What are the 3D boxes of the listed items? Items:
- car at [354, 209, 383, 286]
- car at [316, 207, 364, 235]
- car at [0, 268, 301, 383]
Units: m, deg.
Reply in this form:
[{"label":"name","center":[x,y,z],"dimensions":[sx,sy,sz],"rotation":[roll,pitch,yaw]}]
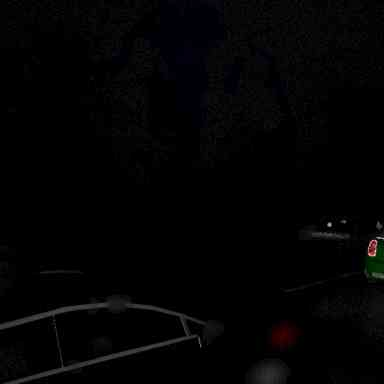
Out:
[{"label":"car","center":[6.279,1.352,8.178],"dimensions":[4.553,1.767,2.097],"rotation":[0,0,-35]},{"label":"car","center":[8.960,1.564,18.879],"dimensions":[4.181,1.385,1.994],"rotation":[0,0,-35]},{"label":"car","center":[-1.037,1.492,2.986],"dimensions":[4.902,1.511,2.128],"rotation":[0,0,-36]}]
